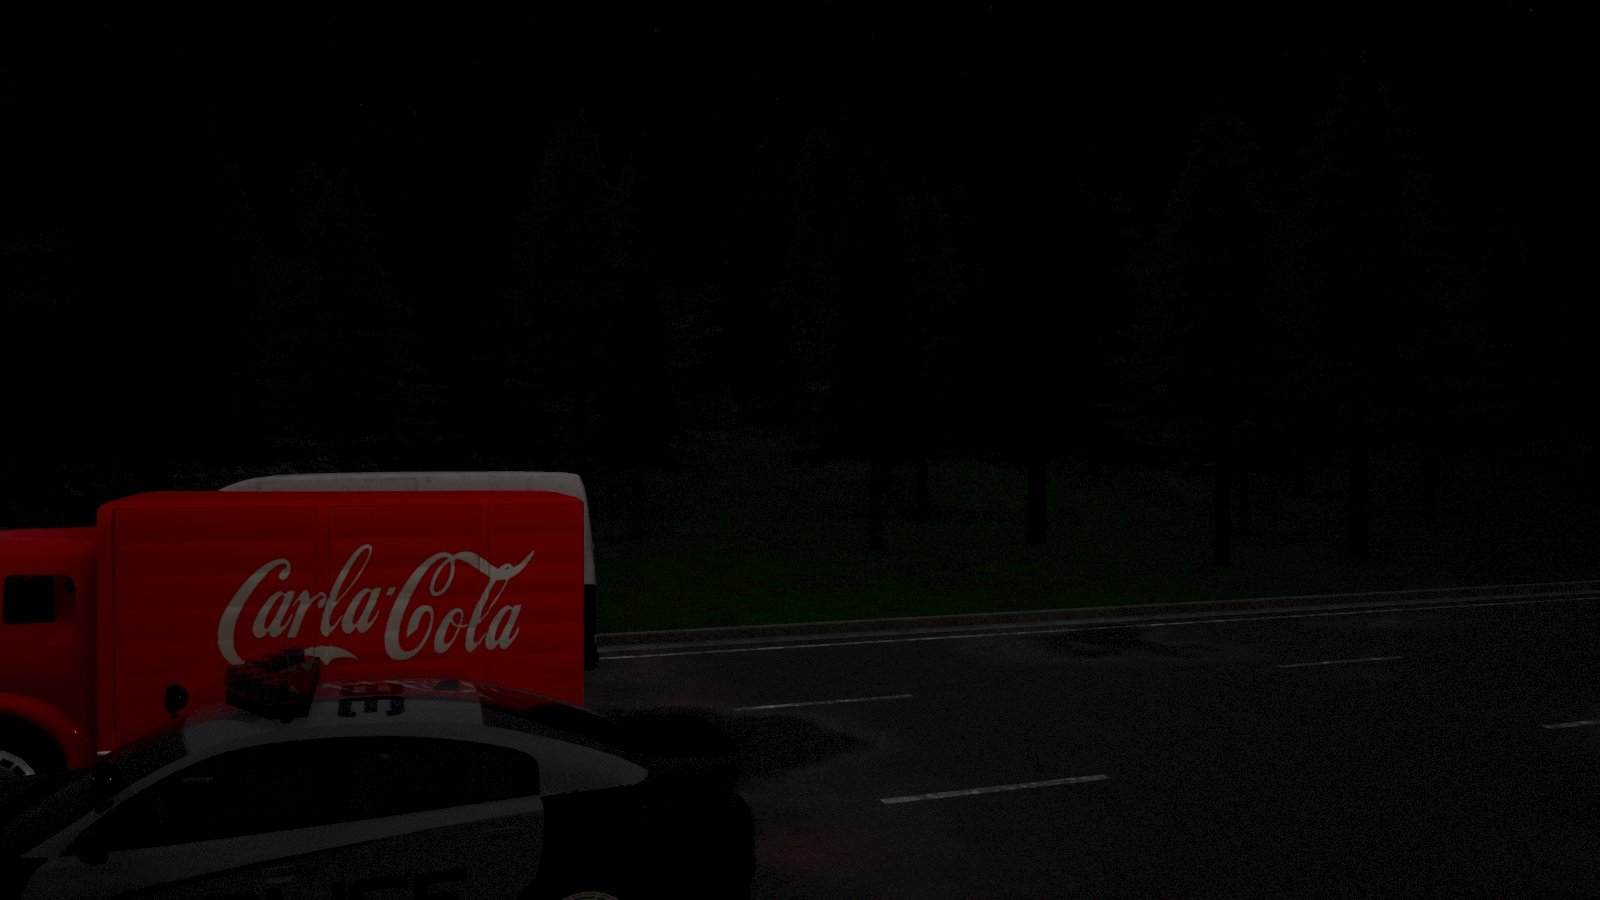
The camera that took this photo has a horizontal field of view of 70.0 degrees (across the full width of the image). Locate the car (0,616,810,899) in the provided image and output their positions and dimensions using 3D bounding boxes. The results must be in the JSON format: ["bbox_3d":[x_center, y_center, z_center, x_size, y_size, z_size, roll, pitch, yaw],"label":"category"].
[{"bbox_3d":[-2.766,1.982,6.136,5.238,1.638,2.097,0,0,-20],"label":"car"}]

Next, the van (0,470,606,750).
[{"bbox_3d":[-5.250,1.534,12.548,5.915,2.561,1.988,0,0,-19],"label":"van"}]

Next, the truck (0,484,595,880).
[{"bbox_3d":[-4.476,1.568,9.126,5.204,2.467,2.627,0,0,-21],"label":"truck"}]
